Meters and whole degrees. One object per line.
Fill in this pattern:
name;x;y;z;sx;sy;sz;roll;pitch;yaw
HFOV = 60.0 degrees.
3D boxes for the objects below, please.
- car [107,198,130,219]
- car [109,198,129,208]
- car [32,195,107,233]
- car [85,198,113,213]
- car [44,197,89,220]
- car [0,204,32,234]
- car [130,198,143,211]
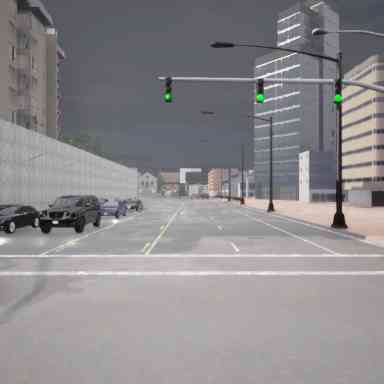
car;-7.117;1.526;29.708;1.812;1.442;4.674;0;0;0
car;-10.586;1.601;48.381;1.895;1.301;4.718;0;0;0
car;-7.109;1.221;20.068;2.150;2.045;5.566;0;0;0
car;-10.618;1.505;38.321;1.837;1.490;4.892;0;0;0
car;-10.618;1.352;28.503;2.097;1.767;4.553;0;0;0
car;-10.612;1.505;19.435;1.837;1.490;4.892;0;0;0
car;-7.116;1.491;40.051;2.128;1.511;4.902;0;0;0
